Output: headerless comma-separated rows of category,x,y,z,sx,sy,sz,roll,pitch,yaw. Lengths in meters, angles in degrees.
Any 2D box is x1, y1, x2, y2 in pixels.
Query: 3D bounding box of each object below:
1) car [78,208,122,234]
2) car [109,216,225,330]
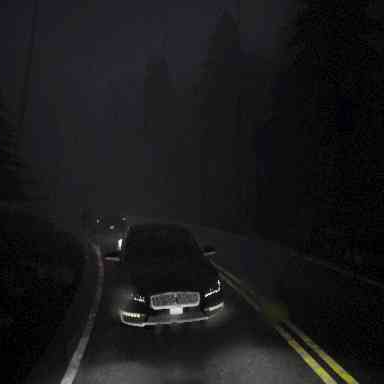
car,-5.498,1.649,20.166,1.895,1.301,4.718,-3,1,-30
car,-0.728,1.501,7.269,1.837,1.490,4.892,-1,0,-12
